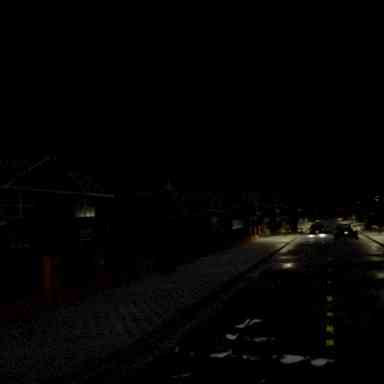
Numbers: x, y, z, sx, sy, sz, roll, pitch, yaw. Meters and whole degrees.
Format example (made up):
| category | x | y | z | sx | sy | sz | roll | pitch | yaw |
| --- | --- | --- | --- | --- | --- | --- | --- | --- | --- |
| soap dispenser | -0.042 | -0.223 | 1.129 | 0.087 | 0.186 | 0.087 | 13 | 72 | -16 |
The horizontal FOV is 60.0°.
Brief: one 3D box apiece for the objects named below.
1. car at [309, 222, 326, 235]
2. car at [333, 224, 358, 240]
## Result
| category | x | y | z | sx | sy | sz | roll | pitch | yaw |
| --- | --- | --- | --- | --- | --- | --- | --- | --- | --- |
| car | 16.154 | 4.639 | 42.784 | 2.033 | 1.411 | 5.357 | -6 | -6 | 22 |
| car | 14.183 | 3.649 | 30.845 | 1.994 | 1.385 | 4.181 | -6 | -6 | 22 |
